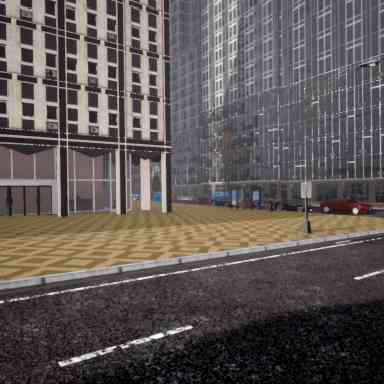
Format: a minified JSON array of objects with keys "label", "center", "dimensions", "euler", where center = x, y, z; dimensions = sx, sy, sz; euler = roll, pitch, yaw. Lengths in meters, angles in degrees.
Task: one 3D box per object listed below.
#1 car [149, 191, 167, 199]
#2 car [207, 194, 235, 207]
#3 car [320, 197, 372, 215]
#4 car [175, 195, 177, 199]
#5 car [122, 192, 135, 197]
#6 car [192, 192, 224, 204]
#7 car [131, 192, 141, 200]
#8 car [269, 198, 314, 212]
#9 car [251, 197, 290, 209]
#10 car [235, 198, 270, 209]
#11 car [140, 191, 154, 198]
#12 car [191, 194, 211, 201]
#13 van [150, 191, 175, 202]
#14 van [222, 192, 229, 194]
[{"label":"car","center":[-7.930,0.615,77.483],"dimensions":[2.192,1.841,5.009],"euler":[0,1,-34]},{"label":"car","center":[4.365,1.319,44.583],"dimensions":[1.947,1.339,4.313],"euler":[0,1,-34]},{"label":"car","center":[15.299,1.330,33.255],"dimensions":[1.882,1.535,5.008],"euler":[-1,1,-34]},{"label":"car","center":[-4.721,0.936,72.796],"dimensions":[1.802,1.307,4.206],"euler":[0,1,-34]},{"label":"car","center":[-17.558,0.688,91.558],"dimensions":[2.008,1.369,4.403],"euler":[0,1,-34]},{"label":"car","center":[2.471,1.209,52.043],"dimensions":[1.994,1.385,4.181],"euler":[-1,1,-34]},{"label":"car","center":[-11.637,1.039,68.065],"dimensions":[2.008,1.369,4.403],"euler":[0,1,-34]},{"label":"car","center":[10.721,1.424,35.157],"dimensions":[1.947,1.339,4.313],"euler":[0,1,-34]},{"label":"car","center":[9.695,1.363,41.463],"dimensions":[1.895,1.301,4.718],"euler":[-1,1,-35]},{"label":"car","center":[7.526,1.388,39.860],"dimensions":[1.802,1.307,4.206],"euler":[0,1,-34]},{"label":"car","center":[-11.140,0.686,82.175],"dimensions":[1.967,1.590,4.097],"euler":[0,1,-34]},{"label":"car","center":[1.698,1.043,63.414],"dimensions":[1.802,1.307,4.206],"euler":[0,1,-34]},{"label":"van","center":[-5.218,0.937,58.681],"dimensions":[1.690,1.788,3.998],"euler":[0,1,-34]},{"label":"van","center":[4.907,0.855,58.721],"dimensions":[1.690,1.788,3.998],"euler":[0,1,-34]}]
